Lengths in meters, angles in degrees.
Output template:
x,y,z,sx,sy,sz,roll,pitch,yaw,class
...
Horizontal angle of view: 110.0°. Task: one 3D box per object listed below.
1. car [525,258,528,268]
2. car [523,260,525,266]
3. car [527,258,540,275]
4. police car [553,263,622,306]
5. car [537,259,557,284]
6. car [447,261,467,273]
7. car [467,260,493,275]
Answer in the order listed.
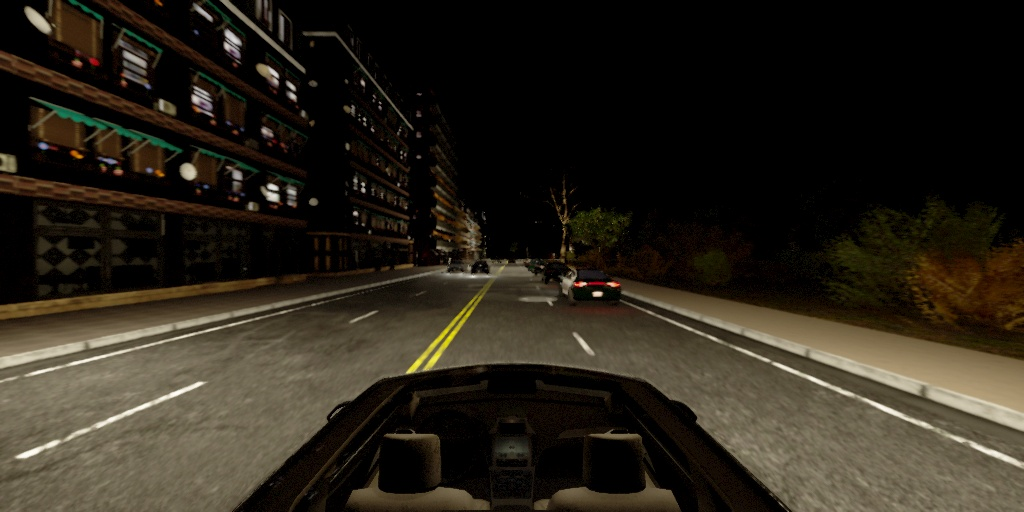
x,y,z,sx,sy,sz,roll,pitch,yaw,class
3.233,1.104,48.954,2.097,1.767,4.553,0,0,0,car
3.229,1.256,60.015,2.163,1.488,4.792,0,0,0,car
3.176,1.244,38.183,2.128,1.511,4.902,0,0,-3,car
3.245,1.256,15.984,2.038,1.542,4.974,0,0,0,police car
3.242,1.229,26.984,1.882,1.535,5.008,0,0,0,car
-6.575,1.276,43.336,1.812,1.442,4.674,0,0,0,car
-3.342,1.277,38.585,1.812,1.442,4.674,0,0,0,car
